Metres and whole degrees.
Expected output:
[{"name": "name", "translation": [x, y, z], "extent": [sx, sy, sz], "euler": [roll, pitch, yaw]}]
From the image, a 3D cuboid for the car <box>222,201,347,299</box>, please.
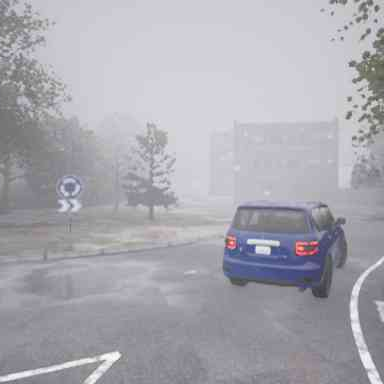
[{"name": "car", "translation": [2.706, 1.239, 8.874], "extent": [2.150, 2.045, 5.566], "euler": [0, 0, 29]}]
